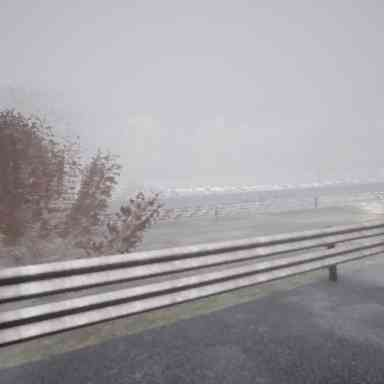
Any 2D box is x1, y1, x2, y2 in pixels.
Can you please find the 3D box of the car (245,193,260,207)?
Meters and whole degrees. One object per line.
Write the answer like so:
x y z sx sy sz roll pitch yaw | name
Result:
9.193 0.840 39.466 4.553 1.767 2.097 -4 2 -16 | car

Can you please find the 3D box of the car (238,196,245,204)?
8.239 0.951 42.834 4.674 1.442 1.812 -4 2 -16 | car

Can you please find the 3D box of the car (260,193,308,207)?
10.247 0.897 36.127 4.553 1.767 2.097 -4 2 -16 | car
